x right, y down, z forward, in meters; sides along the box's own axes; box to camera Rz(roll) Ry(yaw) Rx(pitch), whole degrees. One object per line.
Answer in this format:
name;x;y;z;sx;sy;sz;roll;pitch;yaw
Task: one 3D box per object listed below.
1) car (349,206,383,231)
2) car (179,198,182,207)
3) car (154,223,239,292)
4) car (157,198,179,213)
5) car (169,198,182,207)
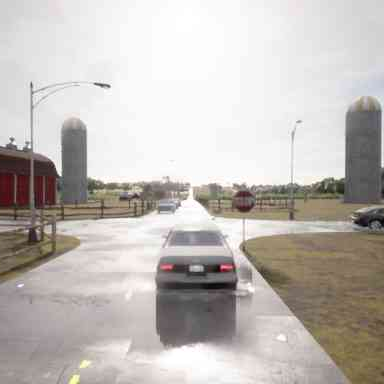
car;12.771;1.663;21.453;4.892;1.490;1.837;0;1;0
car;-2.901;1.704;48.235;2.128;1.511;4.902;0;0;0
car;0.090;1.553;9.040;2.033;1.411;5.357;0;0;0
car;-2.895;1.629;38.736;1.882;1.535;5.008;0;0;0
car;-2.894;1.807;59.348;2.128;1.511;4.902;0;-1;0
